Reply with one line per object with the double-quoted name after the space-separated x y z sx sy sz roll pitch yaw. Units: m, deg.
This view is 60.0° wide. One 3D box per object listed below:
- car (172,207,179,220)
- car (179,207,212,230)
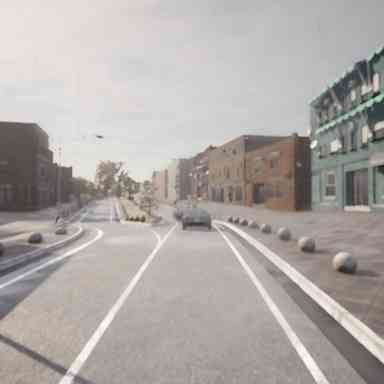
-1.291 2.572 40.335 2.128 1.511 4.902 0 0 -10 "car"
0.306 1.820 23.150 1.994 1.385 4.181 0 -2 0 "car"
